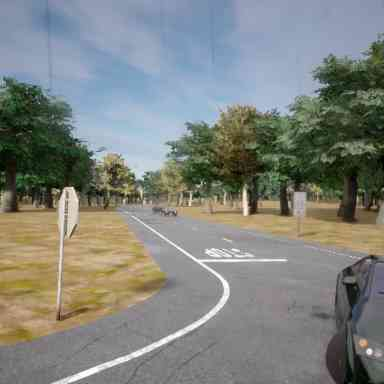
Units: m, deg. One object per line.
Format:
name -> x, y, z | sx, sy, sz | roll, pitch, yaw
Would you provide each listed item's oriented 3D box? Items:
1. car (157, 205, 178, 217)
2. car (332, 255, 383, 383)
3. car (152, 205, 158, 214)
car -> -3.410, 2.852, 48.032 | 1.895, 1.301, 4.718 | 3, -2, -13
car -> 3.105, 1.643, 4.618 | 1.994, 1.385, 4.181 | 1, -1, 22
car -> -5.652, 2.963, 56.882 | 1.882, 1.535, 5.008 | 3, -2, -14
